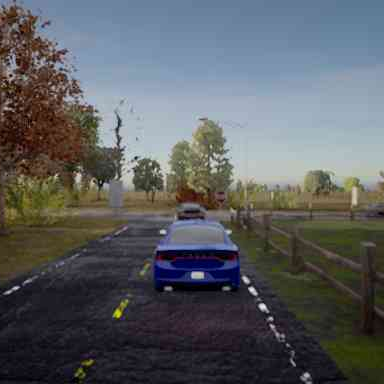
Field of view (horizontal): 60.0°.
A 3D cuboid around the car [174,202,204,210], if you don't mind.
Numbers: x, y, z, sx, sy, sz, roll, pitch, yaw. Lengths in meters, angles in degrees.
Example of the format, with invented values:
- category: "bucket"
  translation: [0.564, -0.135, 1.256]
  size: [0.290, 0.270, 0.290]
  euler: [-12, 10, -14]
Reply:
- category: "car"
  translation: [-0.167, 1.514, 23.756]
  size: [1.837, 1.490, 4.892]
  euler: [0, 1, -4]

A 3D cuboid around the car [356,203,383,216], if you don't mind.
- category: "car"
  translation: [19.870, 1.850, 35.429]
  size: [4.181, 1.385, 1.994]
  euler: [1, 1, 0]

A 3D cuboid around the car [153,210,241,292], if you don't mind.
- category: "car"
  translation: [0.108, 1.480, 8.987]
  size: [1.882, 1.535, 5.008]
  euler: [0, 0, 0]
